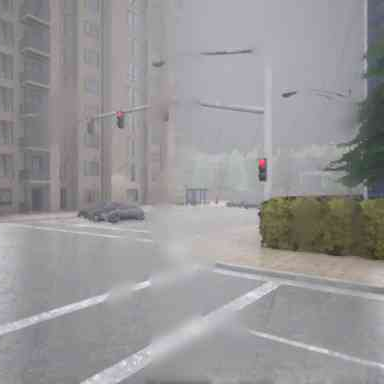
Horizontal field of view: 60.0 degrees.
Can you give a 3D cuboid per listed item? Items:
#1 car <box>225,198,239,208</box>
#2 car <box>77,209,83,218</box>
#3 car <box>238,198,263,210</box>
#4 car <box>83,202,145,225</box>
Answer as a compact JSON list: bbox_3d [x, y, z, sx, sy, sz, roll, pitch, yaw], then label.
[{"bbox_3d":[6.775,1.538,46.936,2.033,1.411,5.357,0,0,37],"label":"car"},{"bbox_3d":[-7.005,1.537,28.157,2.033,1.411,5.357,0,0,36],"label":"car"},{"bbox_3d":[8.578,1.539,43.497,2.033,1.411,5.357,0,0,37],"label":"car"},{"bbox_3d":[-5.403,1.555,24.409,1.994,1.385,4.181,0,0,36],"label":"car"}]
